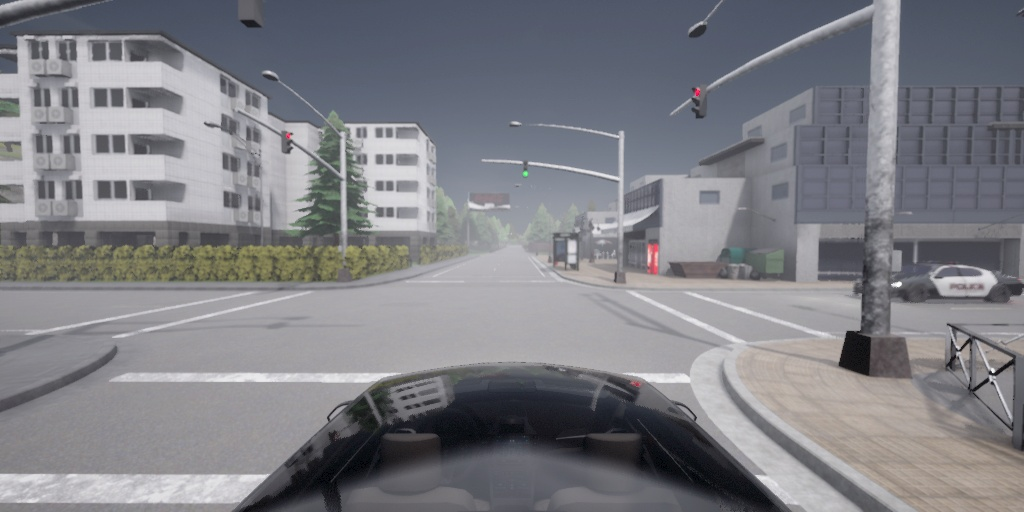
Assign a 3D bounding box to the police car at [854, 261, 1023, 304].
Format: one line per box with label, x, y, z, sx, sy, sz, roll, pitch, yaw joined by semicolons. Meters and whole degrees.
police car;16.424;1.013;14.105;4.974;1.542;2.038;0;2;1
